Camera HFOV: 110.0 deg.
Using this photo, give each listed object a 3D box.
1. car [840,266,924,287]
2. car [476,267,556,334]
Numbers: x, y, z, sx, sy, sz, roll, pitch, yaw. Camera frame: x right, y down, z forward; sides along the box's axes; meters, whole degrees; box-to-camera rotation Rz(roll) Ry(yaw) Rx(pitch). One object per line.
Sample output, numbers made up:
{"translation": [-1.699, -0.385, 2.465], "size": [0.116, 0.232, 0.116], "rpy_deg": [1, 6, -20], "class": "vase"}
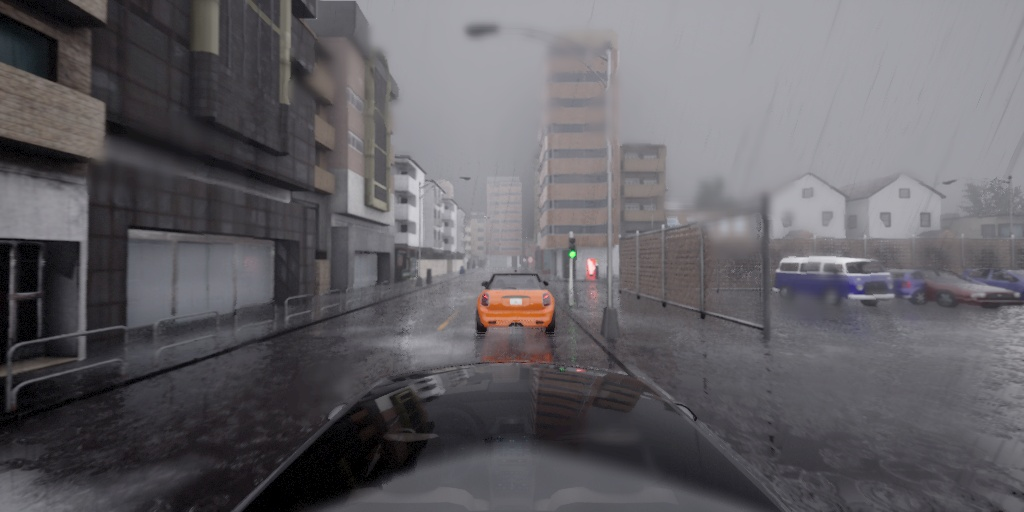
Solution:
{"translation": [31.106, 1.690, 30.243], "size": [4.718, 1.301, 1.895], "rpy_deg": [0, -1, 0], "class": "car"}
{"translation": [0.098, 1.214, 11.260], "size": [2.097, 1.767, 4.553], "rpy_deg": [0, -1, 0], "class": "car"}
